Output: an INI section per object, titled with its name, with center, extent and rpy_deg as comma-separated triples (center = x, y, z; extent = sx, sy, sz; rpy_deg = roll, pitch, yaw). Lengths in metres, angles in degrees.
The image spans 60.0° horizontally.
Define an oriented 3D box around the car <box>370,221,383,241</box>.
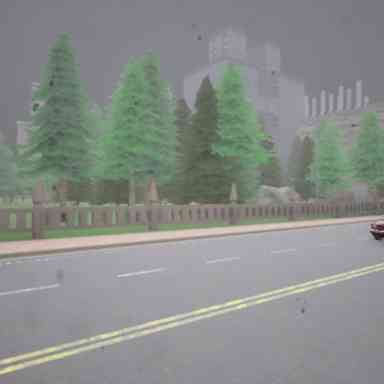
[car]
center = 10.412, 1.642, 15.720
extent = 4.718, 1.301, 1.895
rpy_deg = 0, 0, -36
